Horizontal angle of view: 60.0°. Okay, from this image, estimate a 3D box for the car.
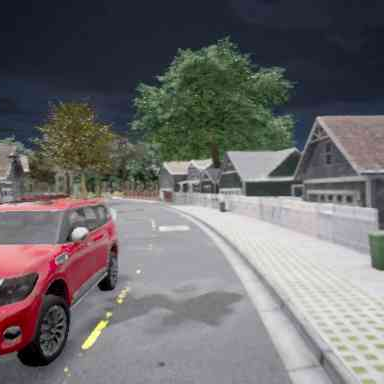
[{"bbox_3d":[-2.931,1.185,6.326,2.150,2.045,5.566,-1,0,1],"label":"car"}]
